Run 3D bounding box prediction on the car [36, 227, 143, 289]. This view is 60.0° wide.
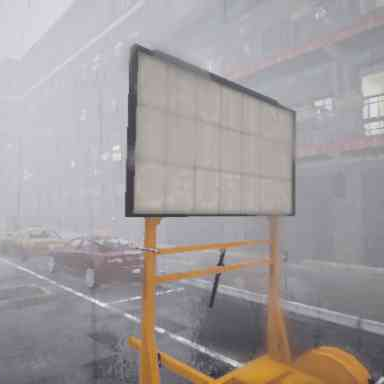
[{"bbox_3d":[-3.016,2.006,10.448,1.887,1.381,4.507,6,-5,-44],"label":"car"}]

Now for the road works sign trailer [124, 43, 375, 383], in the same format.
[{"bbox_3d":[0.203,0.649,3.434,2.380,3.560,2.880,4,-4,-44],"label":"road works sign trailer"}]

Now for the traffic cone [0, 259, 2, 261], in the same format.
[{"bbox_3d":[-7.846,2.462,13.360,0.340,0.580,0.340,4,-4,-41],"label":"traffic cone"}]

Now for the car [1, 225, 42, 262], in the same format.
[{"bbox_3d":[-6.965,2.108,14.559,1.752,1.417,4.829,6,-5,-44],"label":"car"}]
